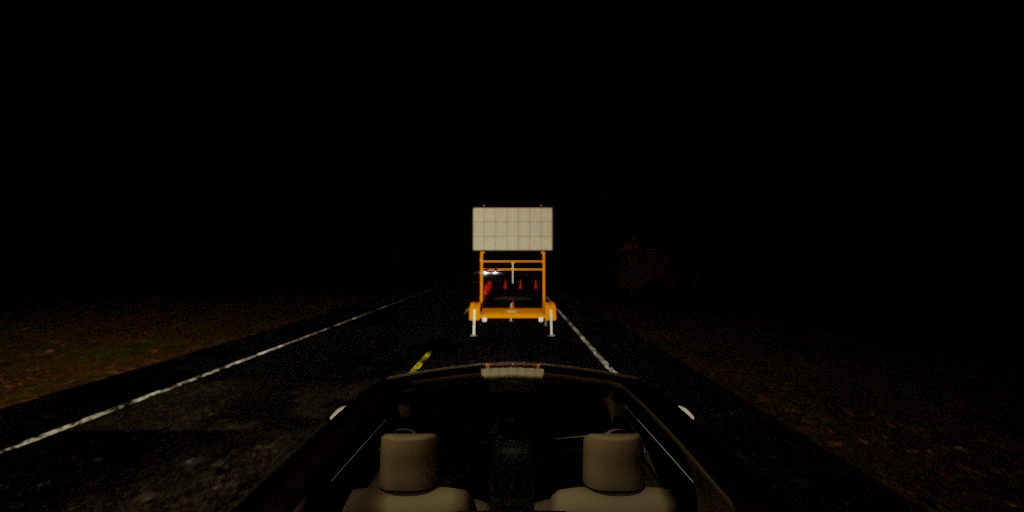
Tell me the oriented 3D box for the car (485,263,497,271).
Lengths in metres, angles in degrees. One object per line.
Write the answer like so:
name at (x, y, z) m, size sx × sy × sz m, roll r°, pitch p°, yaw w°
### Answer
car at (-3.355, 1.765, 57.953) m, size 1.895 × 1.301 × 4.718 m, roll 0°, pitch 0°, yaw 0°

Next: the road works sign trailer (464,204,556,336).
road works sign trailer at (0.022, 0.275, 10.591) m, size 2.380 × 3.560 × 2.880 m, roll 0°, pitch 0°, yaw 0°
